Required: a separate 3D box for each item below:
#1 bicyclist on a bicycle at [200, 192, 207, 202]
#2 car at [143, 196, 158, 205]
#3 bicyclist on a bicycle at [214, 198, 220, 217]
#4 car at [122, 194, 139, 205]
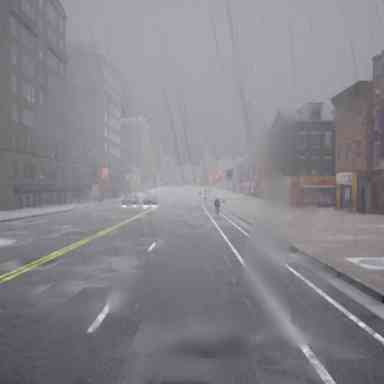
[{"bbox_3d":[2.457,1.041,62.422,0.866,1.612,1.509,-1,5,-2],"label":"bicyclist on a bicycle"},{"bbox_3d":[-6.542,1.347,52.598,1.994,1.385,4.181,0,0,0],"label":"car"},{"bbox_3d":[2.267,1.388,29.973,0.582,1.620,1.656,0,0,0],"label":"bicyclist on a bicycle"},{"bbox_3d":[-9.785,1.129,53.119,2.097,1.767,4.553,0,1,0],"label":"car"}]
